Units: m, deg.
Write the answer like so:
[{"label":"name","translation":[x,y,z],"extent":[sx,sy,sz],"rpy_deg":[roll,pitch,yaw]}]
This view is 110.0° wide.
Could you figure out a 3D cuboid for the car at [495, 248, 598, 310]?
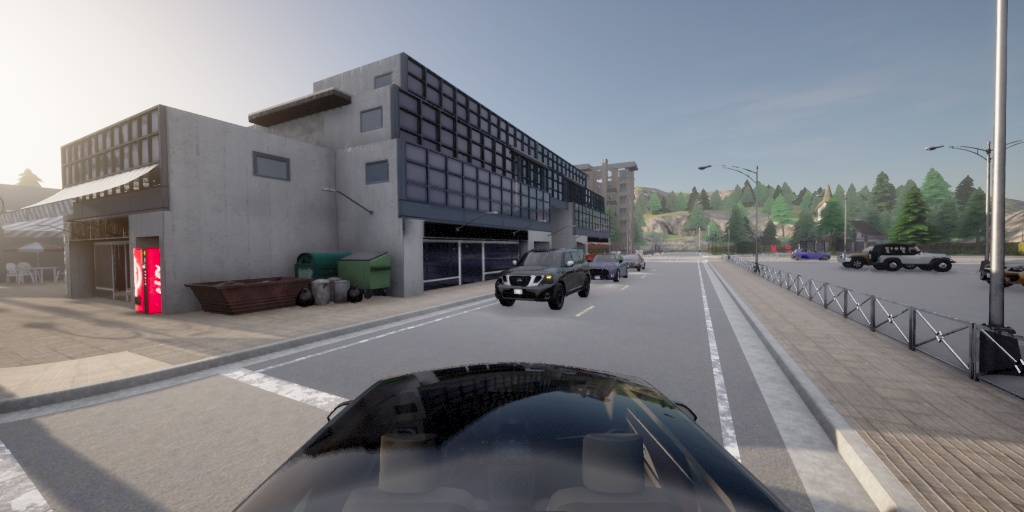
[{"label":"car","translation":[1.448,0.720,13.872],"extent":[2.150,2.045,5.566],"rpy_deg":[0,1,27]}]

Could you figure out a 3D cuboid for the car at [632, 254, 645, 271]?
[{"label":"car","translation":[10.606,0.534,31.730],"extent":[1.812,1.442,4.674],"rpy_deg":[0,1,27]}]

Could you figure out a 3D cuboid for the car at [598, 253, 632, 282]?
[{"label":"car","translation":[5.935,0.610,22.626],"extent":[2.097,1.767,4.553],"rpy_deg":[0,1,27]}]
